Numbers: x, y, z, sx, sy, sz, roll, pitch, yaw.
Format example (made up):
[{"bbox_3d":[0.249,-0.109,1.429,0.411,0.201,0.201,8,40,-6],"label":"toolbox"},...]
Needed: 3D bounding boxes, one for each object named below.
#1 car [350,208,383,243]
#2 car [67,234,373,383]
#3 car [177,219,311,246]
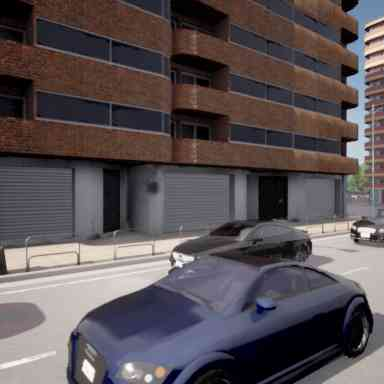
[{"bbox_3d":[9.033,1.491,14.963,4.902,1.511,2.128,0,0,-36],"label":"car"},{"bbox_3d":[0.585,1.563,4.446,4.181,1.385,1.994,0,0,-37],"label":"car"},{"bbox_3d":[1.572,1.525,9.493,4.674,1.442,1.812,0,0,-36],"label":"car"}]
